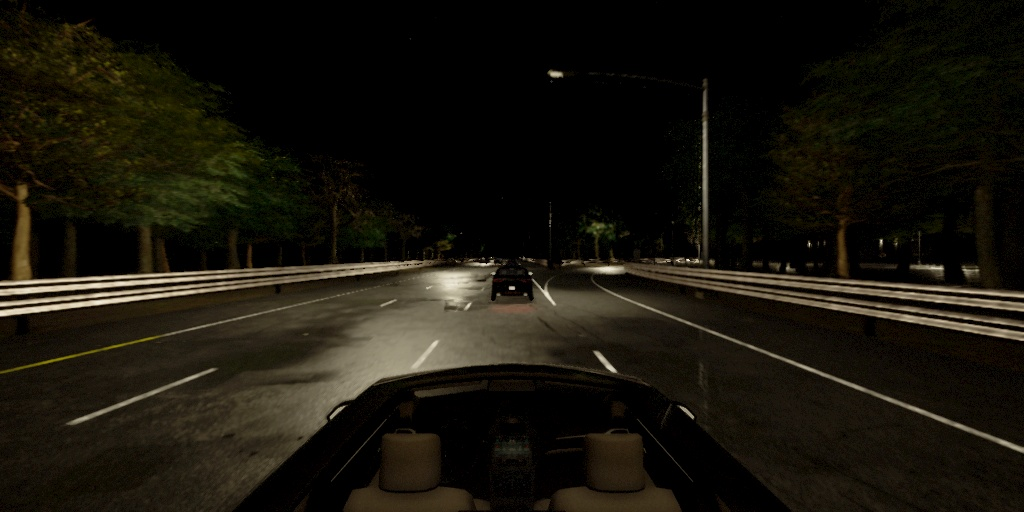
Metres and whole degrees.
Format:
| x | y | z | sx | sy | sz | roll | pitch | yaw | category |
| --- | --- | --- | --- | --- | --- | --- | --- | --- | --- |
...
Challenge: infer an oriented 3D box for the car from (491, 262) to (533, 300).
| x | y | z | sx | sy | sz | roll | pitch | yaw | category |
| --- | --- | --- | --- | --- | --- | --- | --- | --- | --- |
| 0.002 | 1.228 | 17.899 | 1.882 | 1.535 | 5.008 | 0 | 0 | 0 | car |

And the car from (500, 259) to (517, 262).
| x | y | z | sx | sy | sz | roll | pitch | yaw | category |
| --- | --- | --- | --- | --- | --- | --- | --- | --- | --- |
| -0.001 | 1.315 | 39.018 | 1.994 | 1.385 | 4.181 | 0 | 0 | 0 | car |
